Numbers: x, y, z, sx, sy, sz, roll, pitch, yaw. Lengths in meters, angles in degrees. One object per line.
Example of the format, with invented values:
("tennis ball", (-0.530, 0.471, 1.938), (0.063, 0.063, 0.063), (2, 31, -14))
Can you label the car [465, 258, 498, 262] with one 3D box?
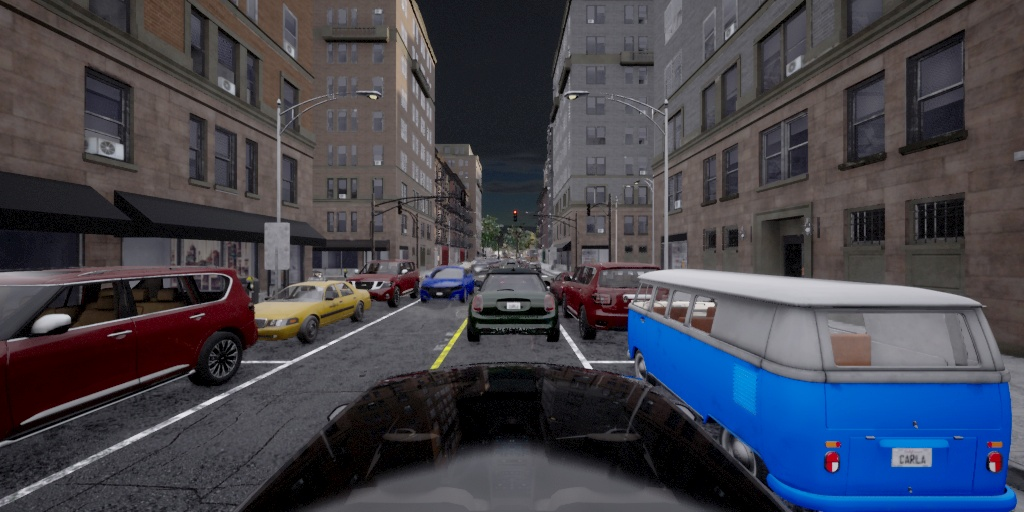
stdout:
("car", (-3.211, 1.240, 38.941), (2.128, 1.511, 4.902), (0, 0, 6))

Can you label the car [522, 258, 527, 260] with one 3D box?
("car", (2.560, 1.299, 42.580), (2.007, 1.370, 4.403), (0, 0, 0))

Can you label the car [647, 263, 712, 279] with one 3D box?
("car", (14.305, 1.278, 30.752), (4.718, 1.301, 1.895), (0, 0, -3))

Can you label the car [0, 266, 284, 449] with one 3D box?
("car", (-5.403, 1.065, 4.200), (2.192, 1.841, 5.009), (0, 0, 0))

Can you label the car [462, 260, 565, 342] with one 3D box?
("car", (0.018, 1.102, 9.928), (2.097, 1.767, 4.553), (0, 0, 0))

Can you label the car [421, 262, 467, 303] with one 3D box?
("car", (-2.879, 1.227, 16.730), (1.882, 1.535, 5.008), (0, 0, 0))

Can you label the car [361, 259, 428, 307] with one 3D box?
("car", (-5.427, 1.064, 15.557), (2.192, 1.841, 5.009), (0, 0, 0))

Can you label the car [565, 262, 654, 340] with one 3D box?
("car", (2.623, 1.065, 9.892), (2.192, 1.841, 5.009), (0, 0, 0))

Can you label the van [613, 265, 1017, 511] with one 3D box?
("van", (2.634, 1.091, 4.214), (1.690, 1.789, 3.998), (0, 0, 0))

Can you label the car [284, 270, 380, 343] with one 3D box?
("car", (-5.414, 1.275, 9.708), (1.751, 1.417, 4.829), (0, 0, 0))

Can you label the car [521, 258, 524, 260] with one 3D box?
("car", (2.549, 1.294, 48.061), (1.888, 1.381, 4.507), (0, 0, 0))
